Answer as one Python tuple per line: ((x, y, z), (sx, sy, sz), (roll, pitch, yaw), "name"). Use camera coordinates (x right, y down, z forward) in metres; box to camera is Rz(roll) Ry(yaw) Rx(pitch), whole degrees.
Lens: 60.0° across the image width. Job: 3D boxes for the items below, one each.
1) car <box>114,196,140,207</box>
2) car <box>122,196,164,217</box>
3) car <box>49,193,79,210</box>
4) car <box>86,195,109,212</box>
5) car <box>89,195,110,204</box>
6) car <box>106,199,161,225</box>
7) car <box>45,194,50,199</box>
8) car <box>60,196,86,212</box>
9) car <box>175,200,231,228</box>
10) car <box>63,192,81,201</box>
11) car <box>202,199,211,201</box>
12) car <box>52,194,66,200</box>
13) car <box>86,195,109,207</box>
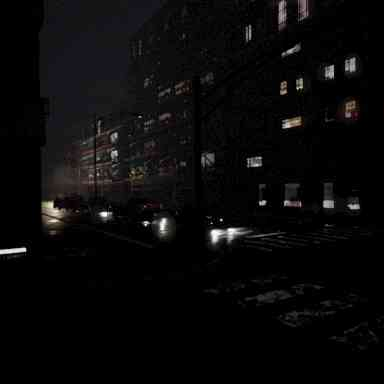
((-8.998, 1.267, 45.987), (1.752, 1.417, 4.829), (-1, 1, -35), "car")
((-4.248, 1.258, 28.872), (2.097, 1.767, 4.553), (-1, 1, -35), "car")
((-15.802, 1.313, 41.094), (1.967, 1.590, 4.097), (-1, 1, -35), "car")
((-9.845, 1.426, 37.017), (1.994, 1.385, 4.181), (-1, 1, -35), "car")
((-15.442, 1.218, 55.348), (1.752, 1.417, 4.829), (-1, 1, -35), "car")
((-4.343, 1.510, 24.224), (1.887, 1.381, 4.507), (-1, 1, -35), "car")
((-34.777, 1.076, 83.431), (1.752, 1.417, 4.829), (-1, 1, -35), "car")
((-12.579, 1.449, 36.414), (2.008, 1.369, 4.403), (-1, 1, -35), "car")
((0.649, 1.508, 21.767), (1.994, 1.385, 4.181), (-1, 1, -34), "car")
((-25.015, 0.936, 69.248), (2.192, 1.841, 5.009), (-1, 1, -35), "car")
((0.849, 1.360, 31.868), (1.887, 1.381, 4.507), (-1, 1, -35), "car")
((-31.458, 1.125, 78.611), (2.008, 1.369, 4.403), (-1, 1, -35), "car")
((-13.794, 1.268, 48.293), (1.837, 1.490, 4.892), (-1, 1, -34), "car")
